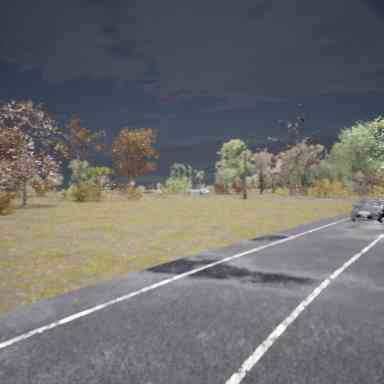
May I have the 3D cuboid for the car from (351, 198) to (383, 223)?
[{"bbox_3d":[12.435,1.220,23.134,2.128,1.511,4.902,-2,0,37],"label":"car"}]

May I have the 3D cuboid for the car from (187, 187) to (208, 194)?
[{"bbox_3d":[1.355,-0.225,75.431,5.566,2.045,2.150,1,1,37],"label":"car"}]
